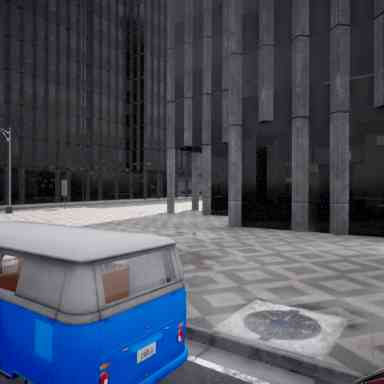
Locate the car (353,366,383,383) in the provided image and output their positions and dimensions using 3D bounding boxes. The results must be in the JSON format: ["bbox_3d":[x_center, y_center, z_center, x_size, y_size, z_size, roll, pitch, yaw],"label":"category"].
[{"bbox_3d":[2.548,1.440,1.149,4.097,1.590,1.967,0,0,35],"label":"car"}]

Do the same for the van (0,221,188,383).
[{"bbox_3d":[-1.953,1.341,4.353,3.998,1.788,1.690,0,0,35],"label":"van"}]
